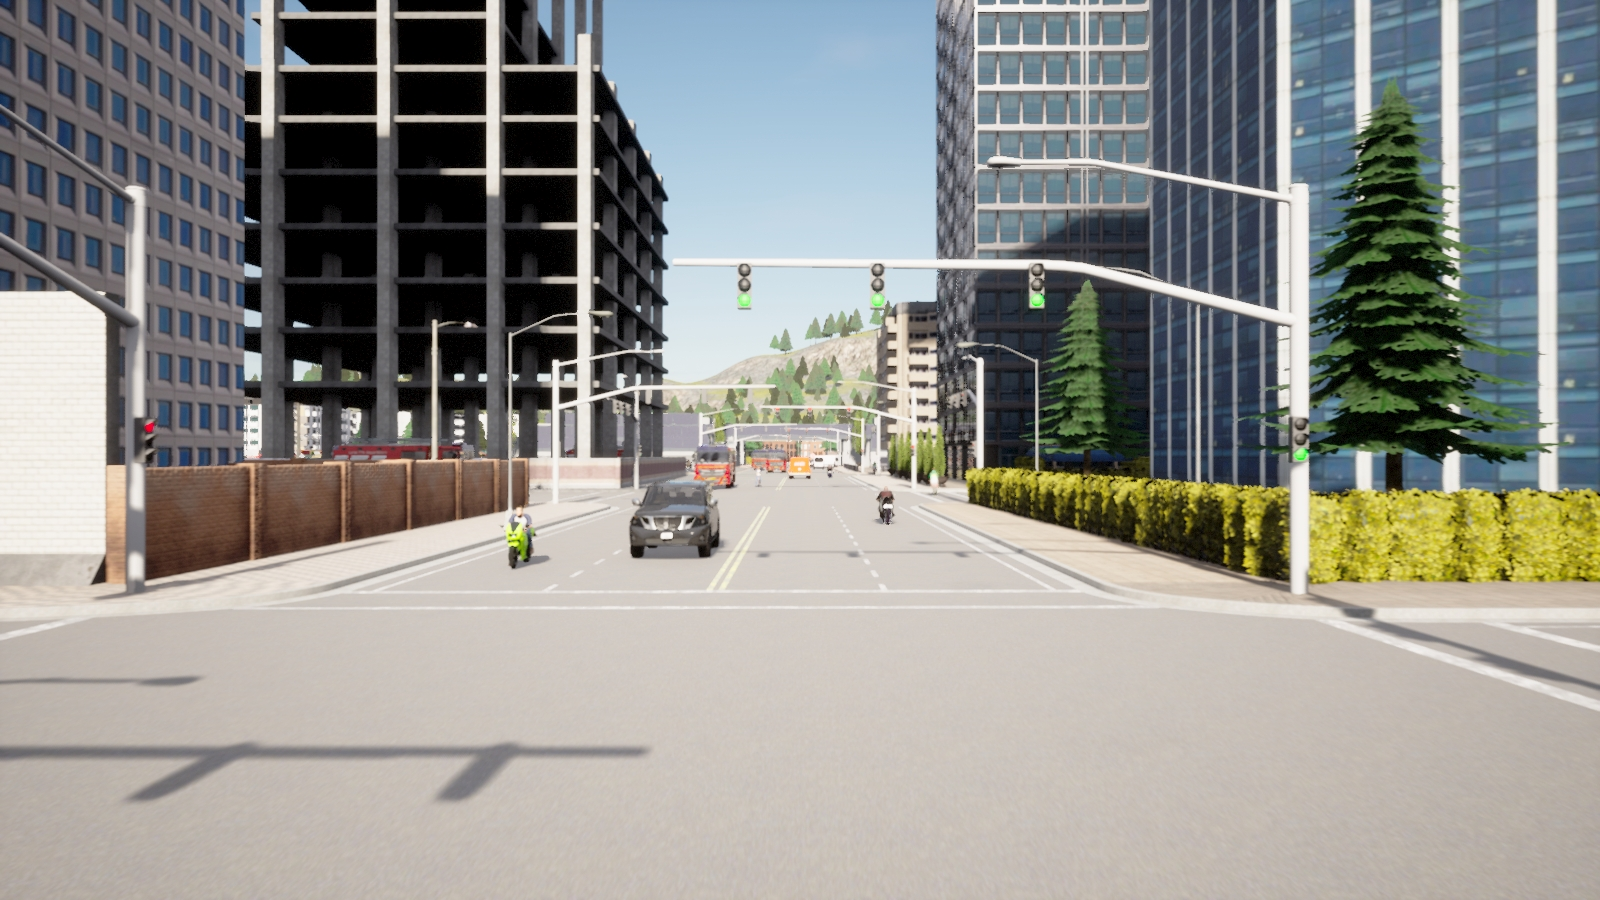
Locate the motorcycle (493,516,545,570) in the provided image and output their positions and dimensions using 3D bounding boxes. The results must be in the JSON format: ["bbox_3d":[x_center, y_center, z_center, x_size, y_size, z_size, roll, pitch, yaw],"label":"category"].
[{"bbox_3d":[-7.000,2.298,28.586,0.803,1.199,2.033,0,0,0],"label":"motorcycle"}]

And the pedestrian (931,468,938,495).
[{"bbox_3d":[9.097,2.129,77.262,0.375,1.860,0.375,0,0,1],"label":"pedestrian"}]

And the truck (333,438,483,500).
[{"bbox_3d":[-24.731,1.168,72.314,8.468,3.827,2.891,0,0,0],"label":"truck"}]

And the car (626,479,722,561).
[{"bbox_3d":[-3.500,1.905,32.848,2.150,2.045,5.566,0,0,0],"label":"car"}]

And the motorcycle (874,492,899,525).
[{"bbox_3d":[3.499,2.377,46.505,0.867,1.251,2.209,0,0,0],"label":"motorcycle"}]
